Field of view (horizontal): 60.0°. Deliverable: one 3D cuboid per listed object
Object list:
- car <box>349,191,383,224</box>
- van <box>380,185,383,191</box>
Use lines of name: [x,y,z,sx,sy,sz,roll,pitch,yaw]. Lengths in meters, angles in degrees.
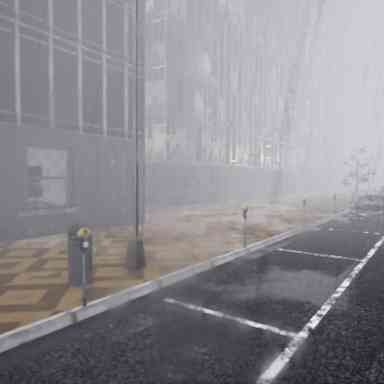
car: [9.773,0.860,18.113,2.008,1.369,4.403,2,3,36]
van: [16.430,0.306,27.335,1.690,1.788,3.998,2,3,36]
